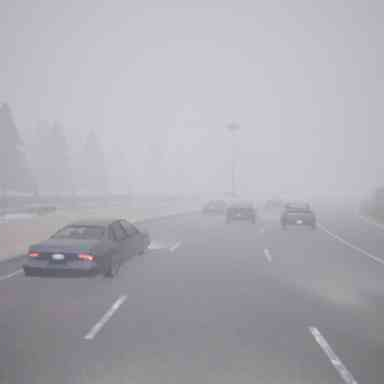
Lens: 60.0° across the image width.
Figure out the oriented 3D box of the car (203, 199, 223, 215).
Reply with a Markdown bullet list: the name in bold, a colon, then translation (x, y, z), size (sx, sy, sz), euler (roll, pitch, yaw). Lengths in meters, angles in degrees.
- **car**: translation (2.467, 1.385, 31.371), size (1.994, 1.385, 4.181), euler (0, 0, 19)

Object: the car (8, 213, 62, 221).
- **car**: translation (-8.634, 1.398, 18.101), size (1.812, 1.442, 4.674), euler (0, 0, 11)

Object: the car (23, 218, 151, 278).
- **car**: translation (-2.697, 1.482, 9.925), size (2.033, 1.411, 5.357), euler (0, 0, 7)

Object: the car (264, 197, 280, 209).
- **car**: translation (10.126, 1.312, 40.374), size (1.812, 1.442, 4.674), euler (0, 1, 26)

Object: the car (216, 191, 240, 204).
- **car**: translation (6.143, 0.893, 56.289), size (2.150, 2.045, 5.566), euler (0, 1, 28)

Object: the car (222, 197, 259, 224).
- **car**: translation (3.706, 1.346, 23.823), size (1.882, 1.535, 5.008), euler (0, 1, 15)

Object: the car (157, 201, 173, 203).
- **car**: translation (-3.700, 1.231, 52.413), size (2.033, 1.411, 5.357), euler (0, 0, 27)

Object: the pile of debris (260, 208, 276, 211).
- **pile of debris**: translation (8.692, 1.973, 37.941), size (1.500, 0.140, 1.860), euler (0, 0, 25)

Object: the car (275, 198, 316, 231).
- **car**: translation (6.326, 1.388, 20.160), size (2.128, 1.511, 4.902), euler (0, 0, 14)

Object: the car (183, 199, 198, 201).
- **car**: translation (-0.004, 1.220, 51.958), size (1.812, 1.442, 4.674), euler (0, 0, 27)
